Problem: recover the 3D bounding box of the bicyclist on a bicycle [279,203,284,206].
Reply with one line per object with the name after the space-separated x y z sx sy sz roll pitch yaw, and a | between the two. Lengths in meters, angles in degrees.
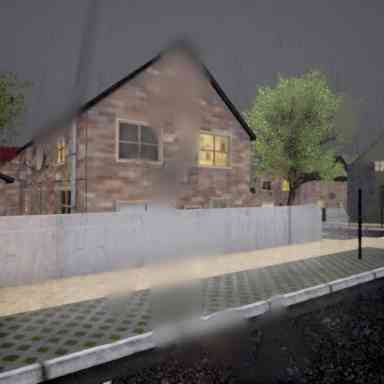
8.456 1.824 31.272 1.656 1.620 0.582 -2 1 -35 | bicyclist on a bicycle
